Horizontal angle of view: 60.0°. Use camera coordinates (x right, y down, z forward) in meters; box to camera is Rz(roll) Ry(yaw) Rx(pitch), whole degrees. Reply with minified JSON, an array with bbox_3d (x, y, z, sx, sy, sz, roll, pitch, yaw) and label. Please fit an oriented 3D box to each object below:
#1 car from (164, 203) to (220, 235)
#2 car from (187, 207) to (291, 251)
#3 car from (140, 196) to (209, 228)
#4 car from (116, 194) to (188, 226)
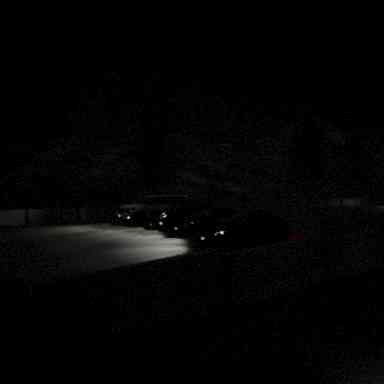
[{"bbox_3d":[1.113,1.512,17.673,4.674,1.442,1.812,0,0,-35],"label":"car"},{"bbox_3d":[2.312,1.514,14.230,4.674,1.442,1.812,0,0,-35],"label":"car"},{"bbox_3d":[-0.566,1.338,20.771,4.553,1.767,2.097,0,0,-35],"label":"car"},{"bbox_3d":[-2.557,1.206,23.653,5.566,2.045,2.150,0,0,-35],"label":"car"}]
